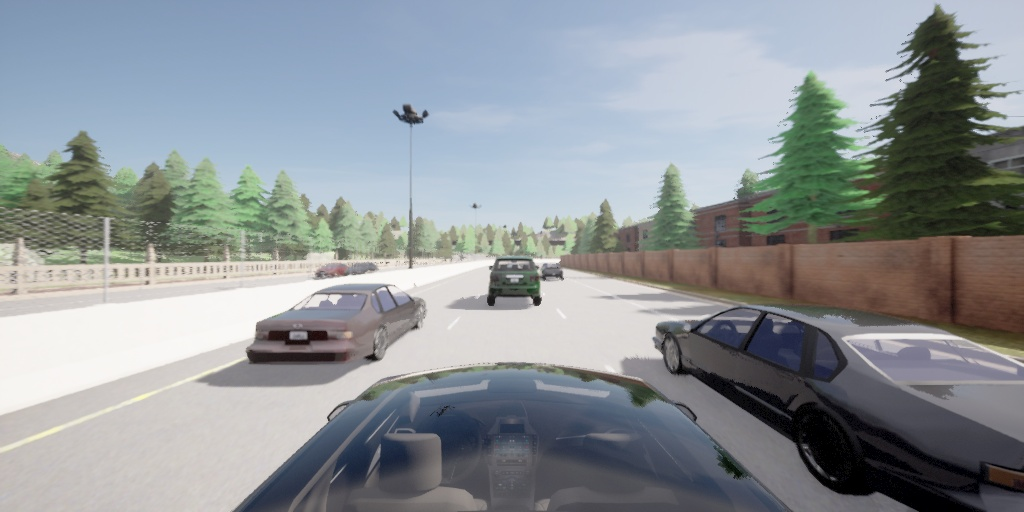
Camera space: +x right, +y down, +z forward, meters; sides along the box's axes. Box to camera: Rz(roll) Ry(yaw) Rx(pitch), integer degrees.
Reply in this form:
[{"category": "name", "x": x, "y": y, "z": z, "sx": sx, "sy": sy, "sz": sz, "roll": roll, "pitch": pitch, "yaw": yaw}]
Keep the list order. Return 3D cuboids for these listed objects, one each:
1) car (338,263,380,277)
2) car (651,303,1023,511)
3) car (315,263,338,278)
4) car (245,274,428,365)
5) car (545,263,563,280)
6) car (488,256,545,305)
[{"category": "car", "x": -14.043, "y": 1.381, "z": 33.844, "sx": 1.837, "sy": 1.490, "sz": 4.892, "roll": 0, "pitch": -1, "yaw": 0}, {"category": "car", "x": 3.595, "y": 1.312, "z": 4.450, "sx": 2.033, "sy": 1.411, "sz": 5.357, "roll": 0, "pitch": 0, "yaw": 0}, {"category": "car", "x": -17.528, "y": 1.405, "z": 35.559, "sx": 1.812, "sy": 1.442, "sz": 4.674, "roll": 0, "pitch": 0, "yaw": 0}, {"category": "car", "x": -3.403, "y": 1.322, "z": 8.219, "sx": 2.033, "sy": 1.411, "sz": 5.357, "roll": 0, "pitch": 0, "yaw": 0}, {"category": "car", "x": 3.584, "y": 1.376, "z": 33.165, "sx": 2.128, "sy": 1.511, "sz": 4.902, "roll": 0, "pitch": 0, "yaw": 0}, {"category": "car", "x": 0.094, "y": 1.034, "z": 16.541, "sx": 2.150, "sy": 2.045, "sz": 5.566, "roll": 0, "pitch": 0, "yaw": 0}]
